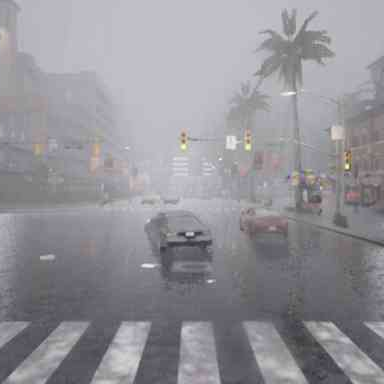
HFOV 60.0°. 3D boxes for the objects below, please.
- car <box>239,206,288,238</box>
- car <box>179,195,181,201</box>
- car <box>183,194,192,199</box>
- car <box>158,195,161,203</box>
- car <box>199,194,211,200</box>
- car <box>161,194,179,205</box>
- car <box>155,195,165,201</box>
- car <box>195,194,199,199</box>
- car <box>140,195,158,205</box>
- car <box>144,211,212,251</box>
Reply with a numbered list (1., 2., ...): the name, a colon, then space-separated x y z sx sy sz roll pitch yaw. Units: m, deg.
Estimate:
1. car: 3.600 1.460 17.171 1.812 1.442 4.674 0 0 0
2. car: -3.502 1.287 63.359 1.812 1.442 4.674 0 0 0
3. car: -1.375 1.184 90.702 2.128 1.511 4.902 0 0 -12
4. car: -7.002 1.242 62.775 1.882 1.535 5.008 0 0 0
5. car: 3.400 1.225 79.565 1.812 1.442 4.674 0 0 -4
6. car: -3.502 1.274 54.164 1.882 1.535 5.008 0 0 0
7. car: -7.005 1.320 73.076 1.895 1.301 4.718 0 0 0
8. car: 2.220 1.184 90.460 1.812 1.442 4.674 0 0 -12
9. car: -7.002 1.324 53.656 1.812 1.442 4.674 0 0 0
10. car: -0.764 1.495 13.930 2.033 1.411 5.357 0 0 -16
